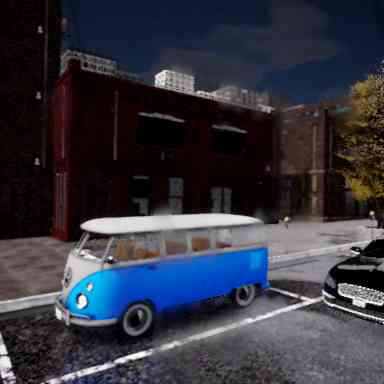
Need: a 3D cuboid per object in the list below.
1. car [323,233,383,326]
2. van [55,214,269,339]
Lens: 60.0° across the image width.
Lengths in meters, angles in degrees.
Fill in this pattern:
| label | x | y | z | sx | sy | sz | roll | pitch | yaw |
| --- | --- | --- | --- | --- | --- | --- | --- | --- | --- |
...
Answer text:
| label | x | y | z | sx | sy | sz | roll | pitch | yaw |
| --- | --- | --- | --- | --- | --- | --- | --- | --- | --- |
| car | 4.614 | 1.521 | 6.662 | 4.892 | 1.490 | 1.837 | 0 | 0 | -35 |
| van | -0.324 | 1.348 | 6.308 | 3.998 | 1.788 | 1.690 | 0 | 1 | -35 |
